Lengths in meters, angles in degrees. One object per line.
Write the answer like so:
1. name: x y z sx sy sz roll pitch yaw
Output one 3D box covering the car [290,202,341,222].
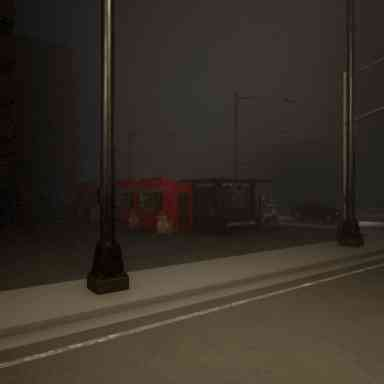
1. car: 10.484 1.612 27.571 1.837 1.490 4.892 0 -1 -36
